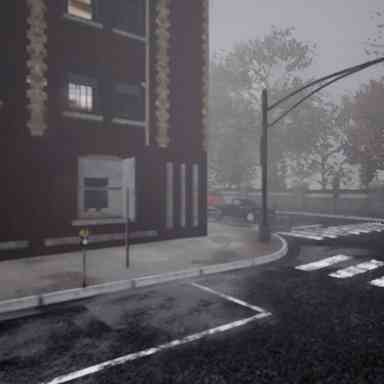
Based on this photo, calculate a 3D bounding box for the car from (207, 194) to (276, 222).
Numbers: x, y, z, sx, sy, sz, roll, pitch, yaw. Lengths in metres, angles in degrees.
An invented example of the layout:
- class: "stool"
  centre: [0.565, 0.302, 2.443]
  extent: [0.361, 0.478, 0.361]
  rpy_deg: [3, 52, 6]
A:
- class: "car"
  centre: [3.557, 1.142, 23.033]
  extent: [1.882, 1.535, 5.008]
  rpy_deg: [0, 1, -36]

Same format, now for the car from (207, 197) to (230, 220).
- class: "car"
  centre: [0.331, 1.211, 23.084]
  extent: [1.802, 1.307, 4.206]
  rpy_deg: [1, 0, -36]

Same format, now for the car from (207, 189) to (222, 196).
- class: "car"
  centre: [0.746, 0.723, 32.353]
  extent: [2.150, 2.045, 5.566]
  rpy_deg: [0, 1, -36]

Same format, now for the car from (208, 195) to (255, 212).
- class: "car"
  centre: [3.753, 1.055, 32.624]
  extent: [1.752, 1.417, 4.829]
  rpy_deg: [1, 0, -36]
